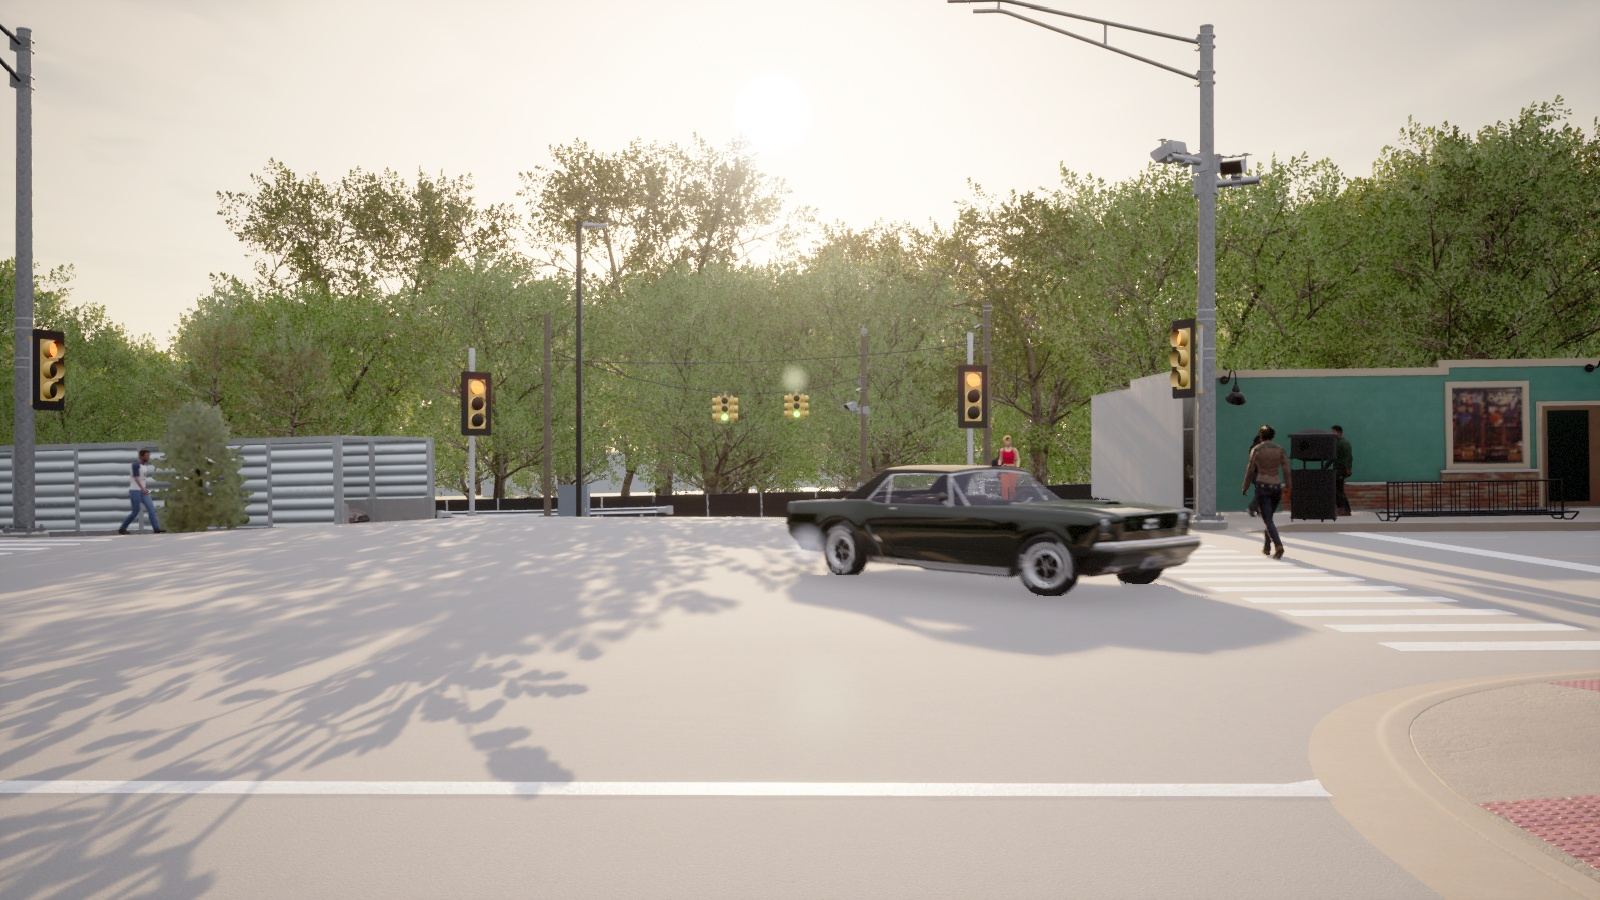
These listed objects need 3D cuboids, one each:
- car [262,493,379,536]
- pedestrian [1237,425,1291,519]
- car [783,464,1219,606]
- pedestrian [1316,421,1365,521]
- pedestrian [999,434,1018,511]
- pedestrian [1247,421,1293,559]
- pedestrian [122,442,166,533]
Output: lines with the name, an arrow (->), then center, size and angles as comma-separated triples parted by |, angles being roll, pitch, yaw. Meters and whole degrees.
car -> -22.247, 2.995, 58.377 | 4.553, 1.767, 2.097 | -2, 0, 7
pedestrian -> 9.198, 0.427, 24.915 | 0.899, 1.844, 0.634 | 0, 0, 9
car -> 2.095, 0.830, 14.260 | 1.895, 1.301, 4.718 | 0, 0, -43
pedestrian -> 10.618, 0.413, 24.686 | 0.788, 1.949, 0.423 | 0, 0, 4
pedestrian -> 5.015, 0.537, 30.243 | 0.345, 1.836, 0.594 | 0, 0, 20
pedestrian -> 6.295, 0.520, 16.828 | 0.328, 1.805, 0.869 | 0, 0, 3
pedestrian -> -13.452, 0.764, 25.752 | 0.706, 1.836, 0.354 | 0, 0, 0
